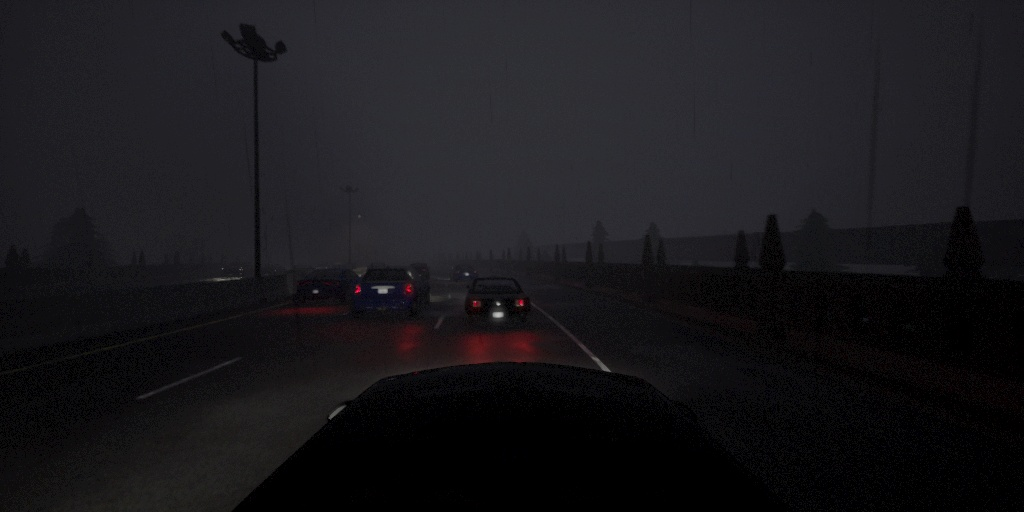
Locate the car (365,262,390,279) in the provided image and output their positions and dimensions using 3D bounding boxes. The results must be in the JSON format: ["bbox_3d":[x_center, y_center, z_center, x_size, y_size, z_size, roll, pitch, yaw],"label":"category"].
[{"bbox_3d":[-13.294,1.365,35.616,2.128,1.511,4.902,0,0,-19],"label":"car"}]

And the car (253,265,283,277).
[{"bbox_3d":[-25.770,1.579,38.633,1.895,1.301,4.718,0,0,-21],"label":"car"}]

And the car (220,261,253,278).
[{"bbox_3d":[-29.582,1.361,38.798,2.097,1.767,4.553,0,0,-21],"label":"car"}]

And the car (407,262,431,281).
[{"bbox_3d":[-8.323,1.336,31.849,1.837,1.490,4.892,0,0,-17],"label":"car"}]

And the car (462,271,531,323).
[{"bbox_3d":[-0.621,1.364,12.253,1.895,1.301,4.718,0,0,-6],"label":"car"}]

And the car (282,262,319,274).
[{"bbox_3d":[-20.808,1.535,35.452,1.895,1.301,4.718,0,0,-21],"label":"car"}]

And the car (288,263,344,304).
[{"bbox_3d":[-8.353,1.291,16.973,1.882,1.535,5.008,0,0,-9],"label":"car"}]

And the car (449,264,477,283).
[{"bbox_3d":[-3.953,1.363,29.264,1.994,1.385,4.181,0,0,-15],"label":"car"}]

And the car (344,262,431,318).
[{"bbox_3d":[-4.349,1.137,13.520,2.097,1.767,4.553,0,0,-7],"label":"car"}]
